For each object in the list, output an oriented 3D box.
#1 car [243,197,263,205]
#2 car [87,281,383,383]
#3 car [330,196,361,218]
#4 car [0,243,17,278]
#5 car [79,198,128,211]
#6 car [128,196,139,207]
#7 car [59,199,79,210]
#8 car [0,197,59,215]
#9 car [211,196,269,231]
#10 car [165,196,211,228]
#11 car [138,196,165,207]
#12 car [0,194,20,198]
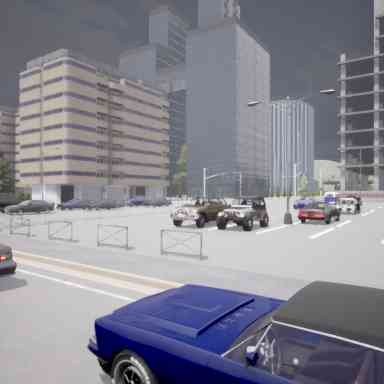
[{"bbox_3d":[11.381,1.601,61.926,1.895,1.301,4.718,0,0,35],"label":"car"},{"bbox_3d":[1.154,1.601,3.167,4.718,1.301,1.895,0,0,35],"label":"car"},{"bbox_3d":[15.066,1.395,32.211,1.970,1.475,3.806,0,0,34],"label":"car"},{"bbox_3d":[-6.692,1.547,8.682,5.357,1.411,2.033,0,0,35],"label":"car"},{"bbox_3d":[-10.954,1.547,41.538,2.033,1.411,5.357,0,0,34],"label":"car"},{"bbox_3d":[-8.846,1.352,50.909,2.097,1.767,4.553,0,0,35],"label":"car"},{"bbox_3d":[-14.522,1.547,42.513,2.033,1.411,5.357,0,0,34],"label":"car"},{"bbox_3d":[-16.284,1.526,33.566,1.812,1.442,4.674,0,0,34],"label":"car"},{"bbox_3d":[3.042,1.156,19.256,1.905,1.878,3.866,0,0,34],"label":"car"},{"bbox_3d":[0.675,1.153,20.922,1.932,1.855,4.605,0,0,34],"label":"car"},{"bbox_3d":[-5.162,1.547,50.154,2.033,1.411,5.357,0,0,34],"label":"car"},{"bbox_3d":[-20.232,1.222,34.003,2.150,2.045,5.566,0,0,34],"label":"car"}]
